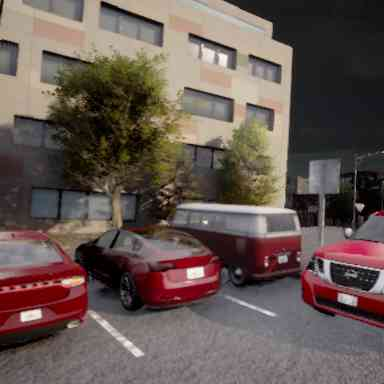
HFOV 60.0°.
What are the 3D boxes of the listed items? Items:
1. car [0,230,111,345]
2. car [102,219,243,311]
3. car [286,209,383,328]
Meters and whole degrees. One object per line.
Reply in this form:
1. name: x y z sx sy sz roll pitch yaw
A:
1. car: -3.578 1.485 6.414 2.097 1.535 5.008 0 0 -36
2. car: -1.290 1.552 8.082 2.163 1.488 4.792 1 -1 -35
3. car: 4.606 1.354 6.614 5.566 2.045 2.150 2 -1 -35
